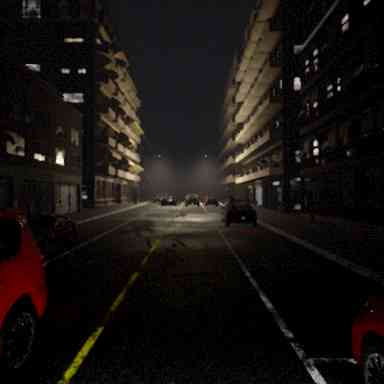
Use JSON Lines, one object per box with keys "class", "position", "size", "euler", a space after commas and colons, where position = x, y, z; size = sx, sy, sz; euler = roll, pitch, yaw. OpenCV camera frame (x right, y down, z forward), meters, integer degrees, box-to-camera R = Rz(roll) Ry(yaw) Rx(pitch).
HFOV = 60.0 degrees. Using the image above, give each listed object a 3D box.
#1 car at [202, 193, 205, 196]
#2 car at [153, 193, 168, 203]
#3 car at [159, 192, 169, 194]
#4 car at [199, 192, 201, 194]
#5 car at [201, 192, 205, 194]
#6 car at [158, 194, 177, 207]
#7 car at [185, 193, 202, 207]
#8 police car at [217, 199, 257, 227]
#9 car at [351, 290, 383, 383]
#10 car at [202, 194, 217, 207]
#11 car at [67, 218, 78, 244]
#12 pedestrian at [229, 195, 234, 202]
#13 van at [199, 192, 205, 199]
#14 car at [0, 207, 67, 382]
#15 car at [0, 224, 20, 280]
{"class": "car", "position": [2.709, 1.286, 51.623], "size": [1.802, 1.307, 4.206], "euler": [1, 0, 0]}
{"class": "car", "position": [-5.670, 1.238, 57.235], "size": [1.947, 1.339, 4.313], "euler": [1, 0, 0]}
{"class": "car", "position": [-5.666, 0.955, 62.804], "size": [2.192, 1.841, 5.009], "euler": [1, 0, 0]}
{"class": "car", "position": [0.009, 1.017, 58.427], "size": [2.097, 1.767, 4.553], "euler": [0, 0, 0]}
{"class": "car", "position": [2.711, 1.191, 68.336], "size": [1.802, 1.307, 4.206], "euler": [1, 0, 0]}
{"class": "car", "position": [-3.078, 1.306, 44.922], "size": [1.994, 1.385, 4.181], "euler": [0, 0, 0]}
{"class": "car", "position": [0.078, 1.264, 45.633], "size": [1.812, 1.442, 4.674], "euler": [0, 0, 0]}
{"class": "police car", "position": [3.002, 1.298, 22.070], "size": [1.930, 1.638, 5.238], "euler": [0, 0, 0]}
{"class": "car", "position": [2.704, 1.306, 1.481], "size": [2.192, 1.841, 5.009], "euler": [1, 0, 0]}
{"class": "car", "position": [2.708, 1.260, 46.221], "size": [1.752, 1.417, 4.829], "euler": [1, 0, 0]}
{"class": "car", "position": [-5.678, 1.508, 12.666], "size": [1.802, 1.307, 4.206], "euler": [1, 0, 0]}
{"class": "pedestrian", "position": [3.004, 1.149, 25.092], "size": [0.375, 1.860, 0.375], "euler": [1, -1, -5]}
{"class": "van", "position": [2.721, 0.824, 90.618], "size": [1.690, 1.788, 3.998], "euler": [1, 0, 0]}
{"class": "car", "position": [-3.100, 1.206, 2.474], "size": [2.150, 2.045, 5.566], "euler": [0, 0, 0]}
{"class": "car", "position": [-5.679, 1.540, 7.095], "size": [1.802, 1.307, 4.206], "euler": [1, 0, 0]}
